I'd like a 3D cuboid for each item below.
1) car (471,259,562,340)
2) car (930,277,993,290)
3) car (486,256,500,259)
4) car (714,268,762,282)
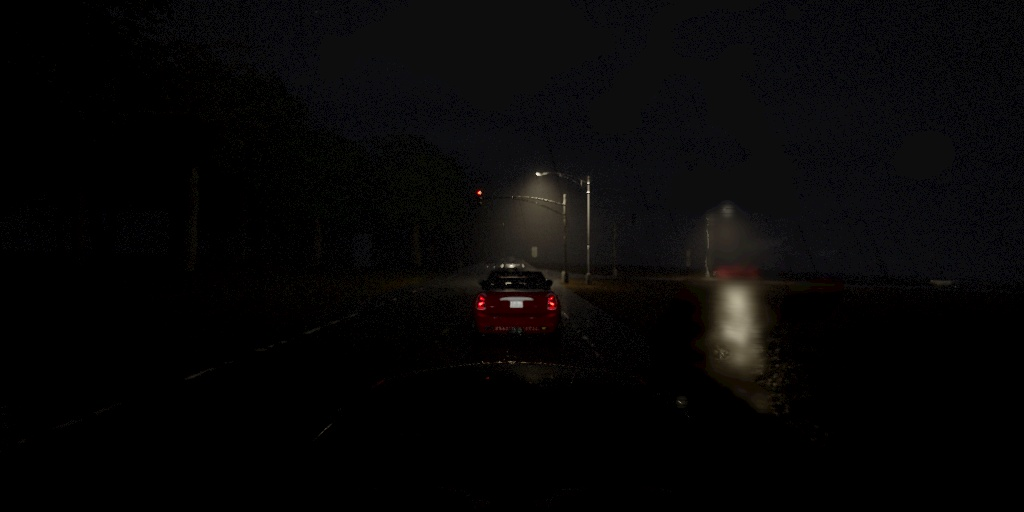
[{"bbox_3d":[0.102,1.074,10.051,2.097,1.767,4.553,0,0,0],"label":"car"},{"bbox_3d":[48.548,2.947,38.790,4.718,1.301,1.895,2,0,1],"label":"car"},{"bbox_3d":[-3.538,0.791,62.602,1.994,1.385,4.181,0,1,1],"label":"car"},{"bbox_3d":[24.449,1.978,38.829,4.674,1.442,1.812,2,0,0],"label":"car"}]
